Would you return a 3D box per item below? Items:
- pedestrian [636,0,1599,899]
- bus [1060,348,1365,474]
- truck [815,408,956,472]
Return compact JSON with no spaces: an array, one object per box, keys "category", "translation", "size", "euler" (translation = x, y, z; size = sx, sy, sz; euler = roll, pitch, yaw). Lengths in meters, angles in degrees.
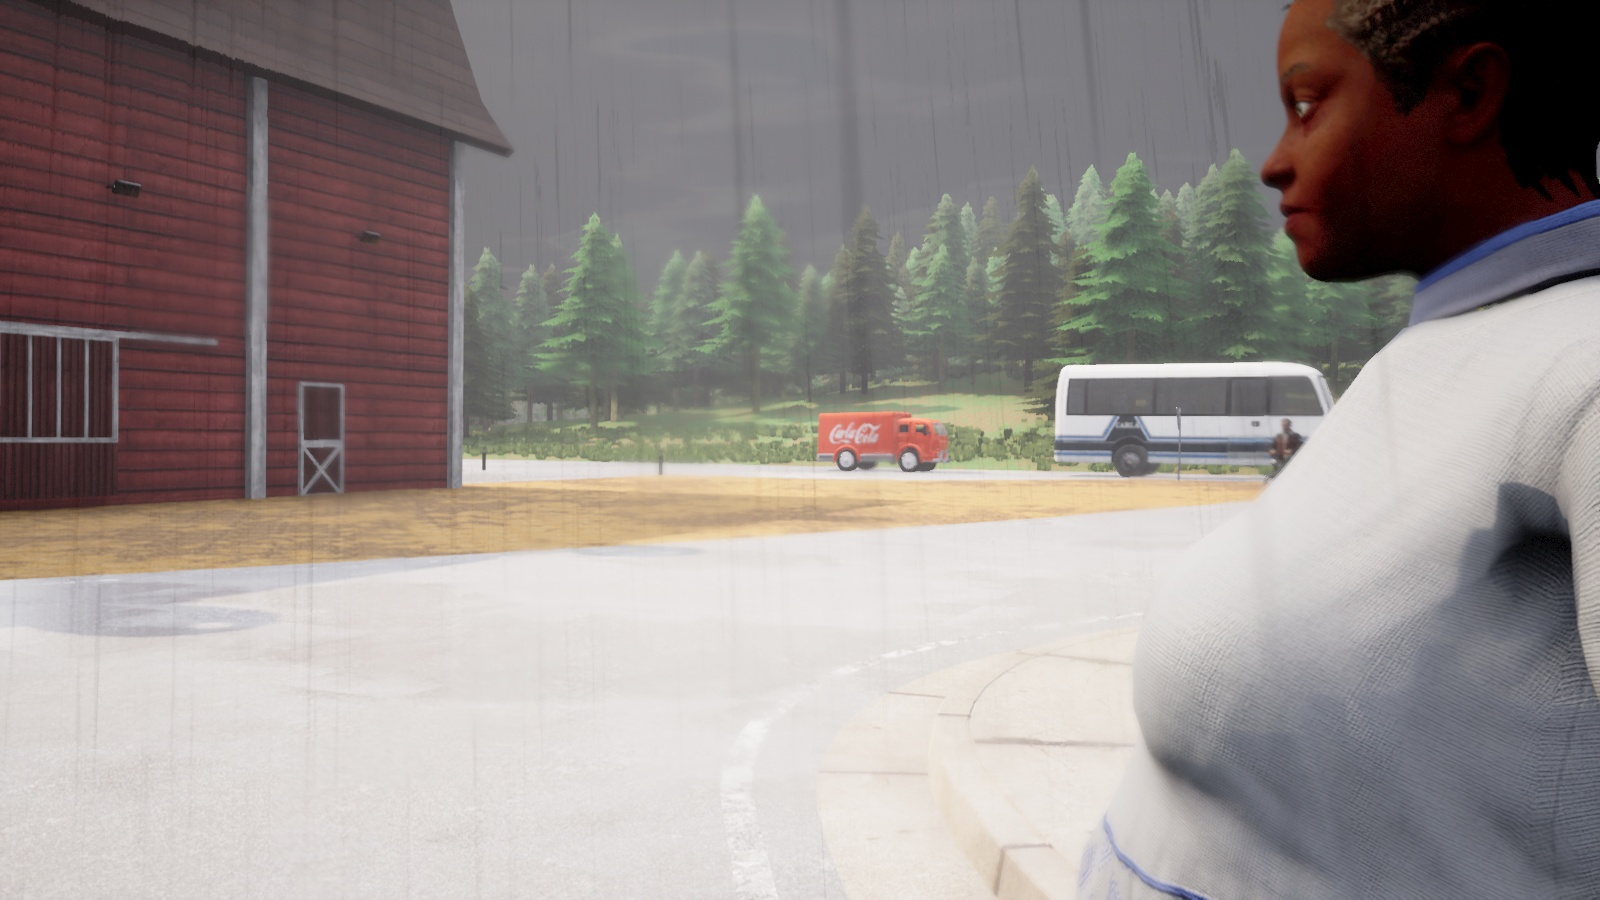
[{"category":"pedestrian","translation":[0.493,0.512,0.895],"size":[0.900,1.855,0.874],"euler":[0,1,19]},{"category":"bus","translation":[15.179,-1.333,46.403],"size":[10.273,4.253,3.944],"euler":[0,1,26]},{"category":"truck","translation":[3.542,-0.390,52.026],"size":[5.204,2.467,2.627],"euler":[-1,0,26]}]
